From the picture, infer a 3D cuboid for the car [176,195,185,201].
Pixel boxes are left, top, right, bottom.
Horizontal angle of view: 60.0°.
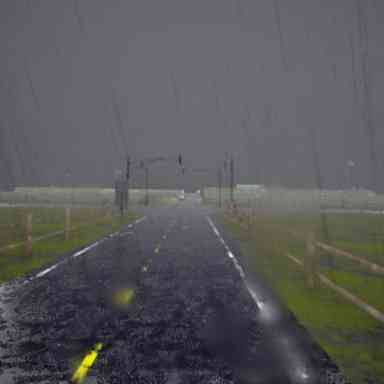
[{"bbox_3d":[-2.677,1.483,79.068,2.128,1.511,4.902,0,0,0],"label":"car"}]
